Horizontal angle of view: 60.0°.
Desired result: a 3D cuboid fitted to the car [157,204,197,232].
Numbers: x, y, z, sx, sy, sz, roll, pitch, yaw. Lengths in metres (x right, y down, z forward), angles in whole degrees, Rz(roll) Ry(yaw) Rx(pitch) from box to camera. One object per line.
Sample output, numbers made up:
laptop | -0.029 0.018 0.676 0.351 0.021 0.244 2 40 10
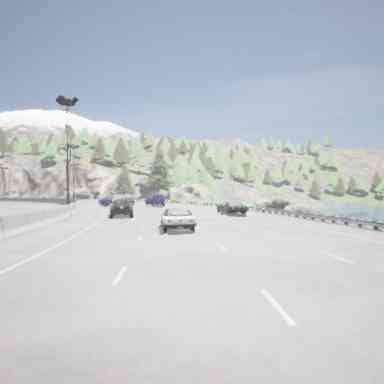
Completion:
car | -0.967 1.641 20.511 1.895 1.301 4.718 -1 0 -8

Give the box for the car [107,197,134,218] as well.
car | -6.870 1.478 32.366 2.097 1.767 4.553 -1 0 -12

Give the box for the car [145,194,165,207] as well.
car | -6.305 1.374 56.460 2.150 2.045 5.566 0 0 -22

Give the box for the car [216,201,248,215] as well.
car | 3.908 1.602 33.522 1.895 1.301 4.718 -1 0 -13

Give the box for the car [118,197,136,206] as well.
car | -11.917 1.714 60.526 2.128 1.511 4.902 0 0 -24

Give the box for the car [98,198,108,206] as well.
car | -15.923 1.749 60.758 1.882 1.535 5.008 0 -1 -24
